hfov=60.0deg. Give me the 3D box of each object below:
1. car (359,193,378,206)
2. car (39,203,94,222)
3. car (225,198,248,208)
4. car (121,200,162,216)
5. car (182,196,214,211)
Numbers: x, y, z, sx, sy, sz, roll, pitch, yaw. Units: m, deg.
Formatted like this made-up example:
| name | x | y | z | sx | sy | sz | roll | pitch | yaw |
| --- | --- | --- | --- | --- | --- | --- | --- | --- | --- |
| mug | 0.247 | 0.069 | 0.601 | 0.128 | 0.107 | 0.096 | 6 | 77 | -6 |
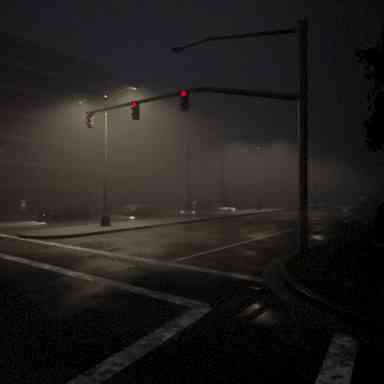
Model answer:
| name | x | y | z | sx | sy | sz | roll | pitch | yaw |
| --- | --- | --- | --- | --- | --- | --- | --- | --- | --- |
| car | 28.735 | 1.221 | 54.037 | 2.150 | 2.045 | 5.566 | 0 | 0 | 36 |
| car | -9.943 | 1.564 | 26.591 | 1.994 | 1.385 | 4.181 | 0 | 0 | 36 |
| car | 6.619 | 1.564 | 49.397 | 1.994 | 1.385 | 4.181 | 0 | 0 | 36 |
| car | -4.951 | 1.524 | 33.472 | 1.812 | 1.442 | 4.674 | 0 | 0 | 36 |
| car | 0.780 | 1.352 | 41.368 | 2.097 | 1.767 | 4.553 | 0 | 0 | 36 |
